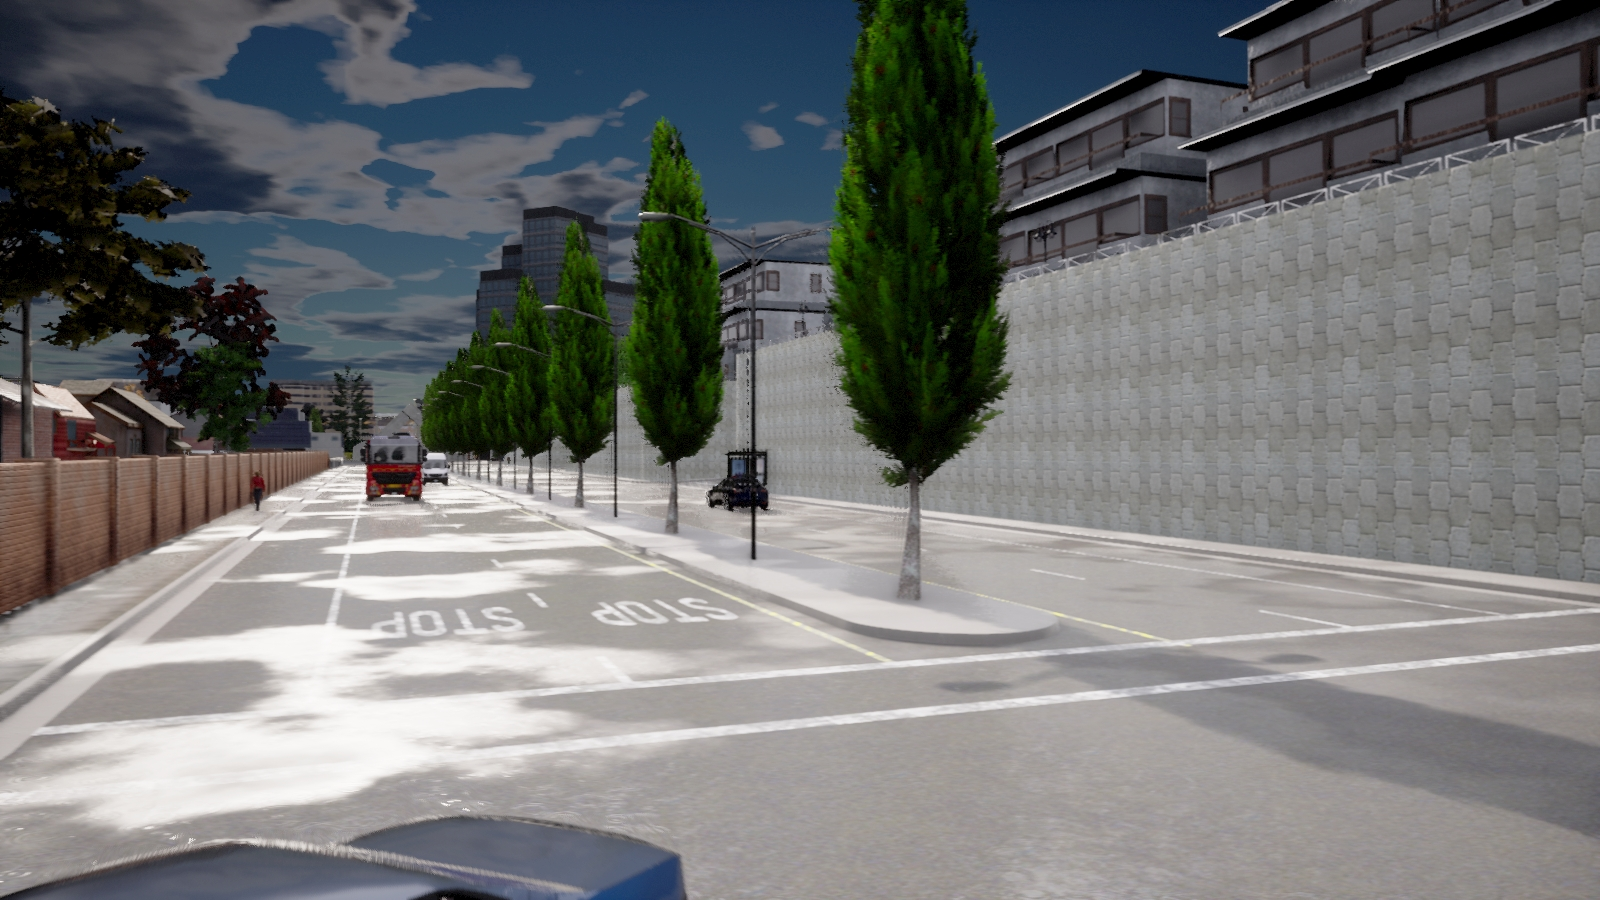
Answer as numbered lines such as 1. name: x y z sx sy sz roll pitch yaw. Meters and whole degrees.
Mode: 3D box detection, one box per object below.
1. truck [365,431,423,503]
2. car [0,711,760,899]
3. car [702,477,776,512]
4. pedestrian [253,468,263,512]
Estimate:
1. truck: -23.132 0.890 64.921 2.891 3.827 8.468 0 0 -21
2. car: -2.130 2.106 3.251 2.033 1.411 5.357 0 0 22
3. car: -2.934 2.054 53.793 2.163 1.488 4.792 0 0 -21
4. pedestrian: -23.219 1.698 48.932 0.375 1.860 0.375 0 0 -21
